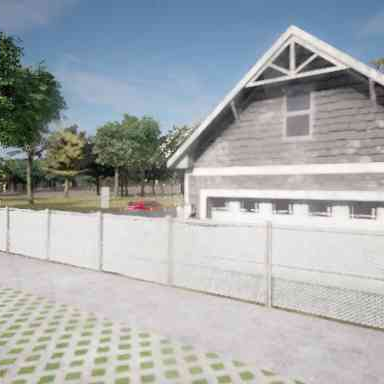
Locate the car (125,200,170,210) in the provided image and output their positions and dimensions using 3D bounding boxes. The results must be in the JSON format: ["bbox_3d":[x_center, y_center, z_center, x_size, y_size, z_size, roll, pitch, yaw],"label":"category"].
[{"bbox_3d":[-4.490,1.865,34.690,2.150,2.045,5.566,1,0,35],"label":"car"}]
